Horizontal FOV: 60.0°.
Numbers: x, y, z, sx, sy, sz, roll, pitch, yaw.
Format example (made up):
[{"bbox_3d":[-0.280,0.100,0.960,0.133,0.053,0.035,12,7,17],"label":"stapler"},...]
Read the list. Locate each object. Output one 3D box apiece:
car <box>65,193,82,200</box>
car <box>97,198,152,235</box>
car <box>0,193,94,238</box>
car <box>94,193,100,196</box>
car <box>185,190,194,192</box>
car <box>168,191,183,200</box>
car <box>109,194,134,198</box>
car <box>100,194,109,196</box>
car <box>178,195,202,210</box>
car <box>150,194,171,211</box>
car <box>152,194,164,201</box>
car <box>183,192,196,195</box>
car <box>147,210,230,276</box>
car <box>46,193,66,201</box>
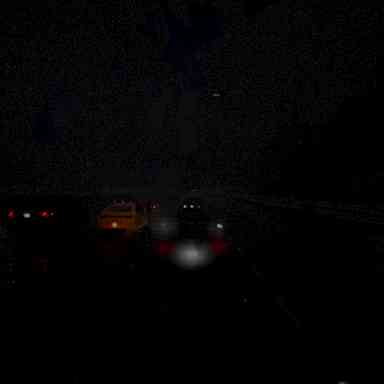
[{"bbox_3d":[-24.494,0.980,68.758,1.994,1.385,4.181,0,0,0],"label":"car"},{"bbox_3d":[-3.500,1.311,17.505,1.882,1.535,5.008,0,0,0],"label":"car"},{"bbox_3d":[-7.000,1.063,16.785,2.150,2.045,5.566,0,0,0],"label":"car"},{"bbox_3d":[-20.994,0.866,72.369,2.128,1.511,4.902,0,0,0],"label":"car"},{"bbox_3d":[0.006,0.933,69.228,1.882,1.535,5.008,0,0,0],"label":"car"},{"bbox_3d":[-3.492,1.023,69.147,1.994,1.385,4.181,0,0,0],"label":"car"},{"bbox_3d":[-6.997,1.054,35.431,2.097,1.767,4.553,0,0,0],"label":"car"},{"bbox_3d":[-17.494,1.002,70.951,1.895,1.301,4.718,0,0,0],"label":"car"},{"bbox_3d":[0.002,1.275,30.980,2.033,1.411,5.357,0,0,0],"label":"car"},{"bbox_3d":[-3.499,1.216,33.984,1.837,1.490,4.892,0,0,0],"label":"car"},{"bbox_3d":[-6.994,1.061,69.180,1.895,1.301,4.718,0,0,0],"label":"car"},{"bbox_3d":[0.004,1.098,47.490,1.882,1.535,5.008,0,0,0],"label":"car"},{"bbox_3d":[0.000,1.462,9.991,1.994,1.385,4.181,0,1,0],"label":"car"},{"bbox_3d":[-27.994,0.955,68.758,2.128,1.511,4.902,0,0,0],"label":"car"}]
